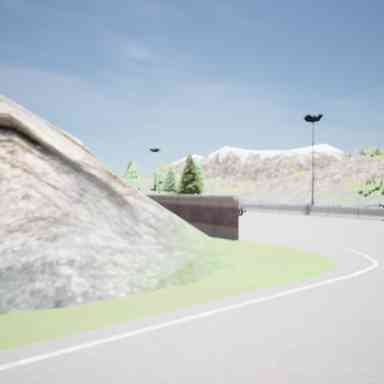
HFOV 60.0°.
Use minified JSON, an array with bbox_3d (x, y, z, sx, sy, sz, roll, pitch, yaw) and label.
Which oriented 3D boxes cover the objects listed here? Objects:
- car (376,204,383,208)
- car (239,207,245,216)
[{"bbox_3d":[28.080,1.984,46.023,2.097,1.767,4.553,1,0,-36],"label":"car"},{"bbox_3d":[3.855,1.927,37.418,1.837,1.490,4.892,1,0,-36],"label":"car"}]
